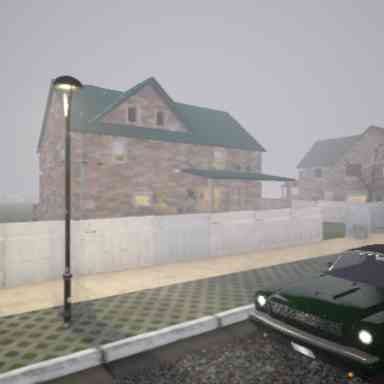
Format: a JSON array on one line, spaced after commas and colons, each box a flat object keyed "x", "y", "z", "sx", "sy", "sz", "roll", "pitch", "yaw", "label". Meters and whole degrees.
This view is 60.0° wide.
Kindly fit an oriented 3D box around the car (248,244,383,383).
[{"x": 3.135, "y": 1.603, "z": 5.309, "sx": 4.718, "sy": 1.301, "sz": 1.895, "roll": 0, "pitch": 0, "yaw": -35, "label": "car"}]
